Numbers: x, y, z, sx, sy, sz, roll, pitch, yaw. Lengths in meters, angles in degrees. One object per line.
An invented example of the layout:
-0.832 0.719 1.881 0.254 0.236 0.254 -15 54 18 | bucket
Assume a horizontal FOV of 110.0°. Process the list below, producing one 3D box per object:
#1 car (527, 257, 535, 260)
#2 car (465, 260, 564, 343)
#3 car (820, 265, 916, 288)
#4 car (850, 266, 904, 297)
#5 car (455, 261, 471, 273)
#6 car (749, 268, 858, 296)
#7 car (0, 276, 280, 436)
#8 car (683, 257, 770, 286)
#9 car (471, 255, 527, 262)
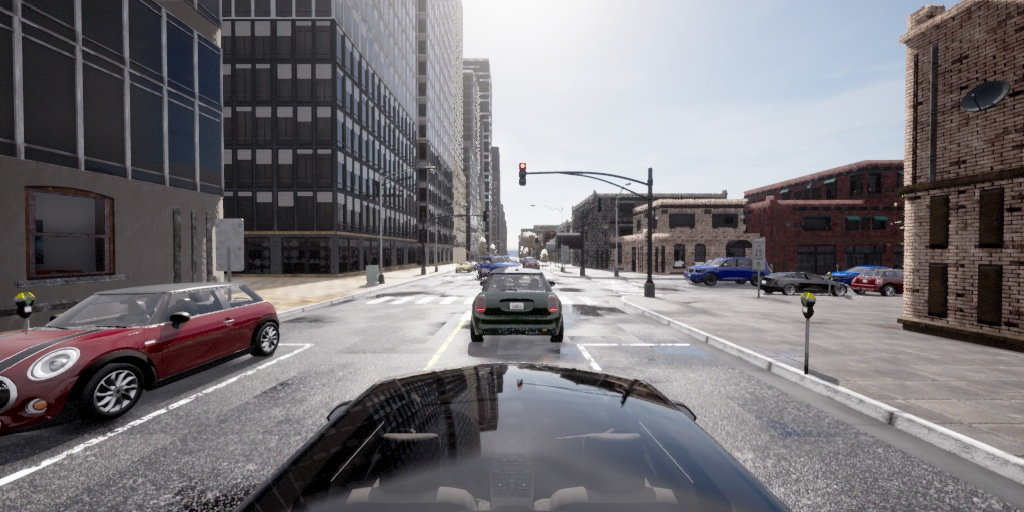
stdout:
2.758 1.179 49.096 1.967 1.591 4.097 0 0 0 | car
0.146 1.100 9.871 2.097 1.767 4.553 0 0 1 | car
25.733 1.456 26.063 5.008 1.535 1.882 1 1 1 | car
21.985 1.474 20.336 4.097 1.591 1.967 0 0 1 | car
-5.769 1.265 43.349 1.751 1.417 4.829 0 0 0 | car
16.438 1.547 20.415 4.313 1.339 1.948 0 0 1 | car
-5.686 1.189 5.572 1.967 1.591 4.097 0 0 0 | car
15.765 1.105 26.203 5.566 2.045 2.150 1 1 1 | car
-1.165 0.967 29.037 2.150 2.045 5.566 -1 0 -24 | car
